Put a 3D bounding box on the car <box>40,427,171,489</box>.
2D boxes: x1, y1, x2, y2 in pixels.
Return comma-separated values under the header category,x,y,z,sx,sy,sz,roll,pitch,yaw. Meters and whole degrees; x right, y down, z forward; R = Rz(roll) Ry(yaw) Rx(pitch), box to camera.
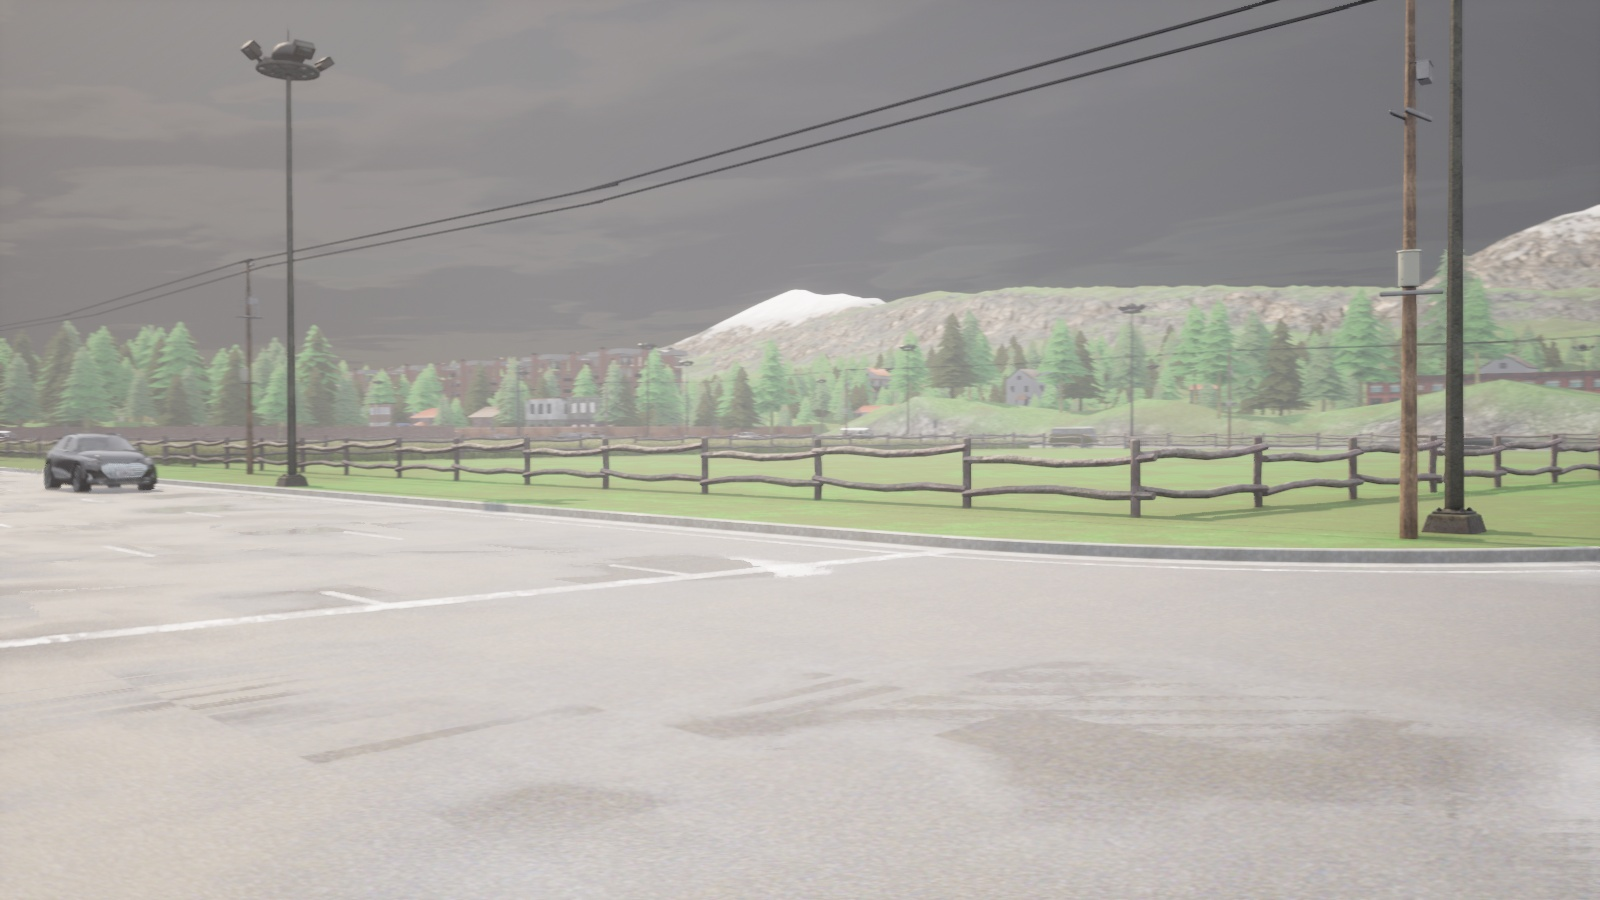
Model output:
category,x,y,z,sx,sy,sz,roll,pitch,yaw
car,-19.679,0.170,35.467,2.033,1.649,4.856,-1,1,-44
